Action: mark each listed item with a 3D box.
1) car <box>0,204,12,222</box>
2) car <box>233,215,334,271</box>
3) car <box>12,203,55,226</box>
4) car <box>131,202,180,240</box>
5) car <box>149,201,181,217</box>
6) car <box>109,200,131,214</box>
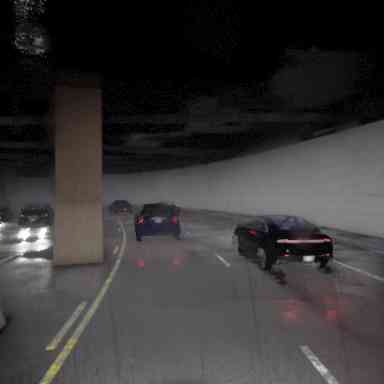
[{"bbox_3d":[-15.502,1.627,26.304,1.994,1.385,4.181,0,0,-20],"label":"car"},{"bbox_3d":[2.692,1.481,10.887,2.128,1.511,4.902,0,0,-7],"label":"car"},{"bbox_3d":[-10.970,1.537,23.756,2.128,1.511,4.902,0,0,-17],"label":"car"},{"bbox_3d":[-1.939,1.361,17.311,2.097,1.767,4.553,0,0,-11],"label":"car"},{"bbox_3d":[-2.746,1.614,32.754,1.895,1.301,4.718,0,0,-21],"label":"car"},{"bbox_3d":[-7.575,1.558,35.231,1.812,1.442,4.674,0,0,-24],"label":"car"}]
